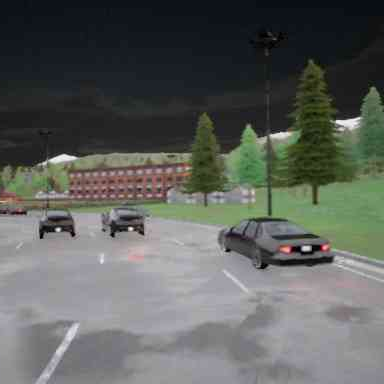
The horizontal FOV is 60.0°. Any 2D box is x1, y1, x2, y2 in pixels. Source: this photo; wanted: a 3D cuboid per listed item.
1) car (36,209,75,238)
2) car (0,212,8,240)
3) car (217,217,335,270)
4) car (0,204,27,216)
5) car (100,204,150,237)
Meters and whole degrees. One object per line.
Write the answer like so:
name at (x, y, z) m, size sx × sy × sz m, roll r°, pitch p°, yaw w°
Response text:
car at (-8.106, 1.757, 19.823) m, size 1.837 × 1.490 × 4.892 m, roll 0°, pitch 0°, yaw -25°
car at (-8.939, 1.778, 12.922) m, size 2.033 × 1.411 × 5.357 m, roll -1°, pitch 0°, yaw -19°
car at (2.440, 1.560, 11.197) m, size 2.033 × 1.411 × 5.357 m, roll -1°, pitch 0°, yaw -13°
car at (-22.365, 2.184, 41.082) m, size 4.181 × 1.385 × 1.994 m, roll -1°, pitch 0°, yaw 32°
car at (-4.113, 1.681, 19.430) m, size 1.837 × 1.490 × 4.892 m, roll 0°, pitch -1°, yaw -23°
